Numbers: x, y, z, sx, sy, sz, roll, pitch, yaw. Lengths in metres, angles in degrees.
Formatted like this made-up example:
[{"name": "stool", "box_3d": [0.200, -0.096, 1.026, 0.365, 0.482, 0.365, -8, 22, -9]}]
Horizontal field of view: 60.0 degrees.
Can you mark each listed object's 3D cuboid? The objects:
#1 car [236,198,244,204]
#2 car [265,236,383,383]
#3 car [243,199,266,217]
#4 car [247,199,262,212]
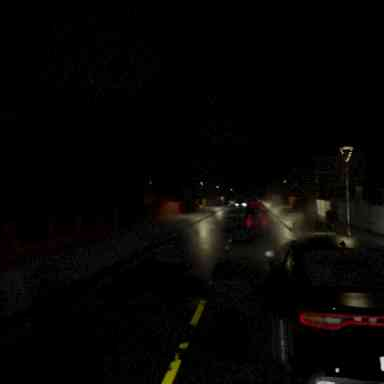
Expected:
[{"name": "car", "box_3d": [11.244, 2.020, 76.889, 1.895, 1.301, 4.718, -2, -1, 10]}, {"name": "car", "box_3d": [2.323, 1.473, 5.549, 1.882, 1.535, 5.008, -2, -1, 10]}, {"name": "car", "box_3d": [6.435, 1.647, 33.721, 1.882, 1.535, 5.008, -2, -1, 11]}, {"name": "car", "box_3d": [8.189, 1.744, 44.000, 1.812, 1.442, 4.674, -2, 0, 10]}]
